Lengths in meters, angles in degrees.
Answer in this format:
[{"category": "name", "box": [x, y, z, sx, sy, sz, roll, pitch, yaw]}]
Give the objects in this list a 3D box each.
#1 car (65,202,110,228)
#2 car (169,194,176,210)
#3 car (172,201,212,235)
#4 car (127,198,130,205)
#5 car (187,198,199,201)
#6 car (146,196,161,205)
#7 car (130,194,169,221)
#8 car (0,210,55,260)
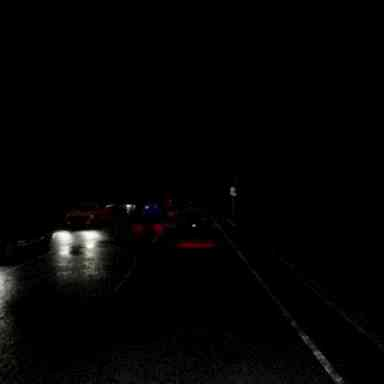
[{"category": "car", "box": [-7.003, 1.492, 22.758, 1.882, 1.535, 5.008, 0, 0, 0]}, {"category": "car", "box": [-3.405, 1.252, 43.574, 2.150, 2.045, 5.566, 0, 0, 0]}, {"category": "car", "box": [0.097, 1.489, 18.789, 1.882, 1.535, 5.008, 0, 0, 0]}, {"category": "car", "box": [-10.534, 1.538, 60.715, 1.837, 1.490, 4.892, 0, 0, 1]}, {"category": "car", "box": [0.094, 1.516, 40.972, 2.128, 1.511, 4.902, 0, 0, 0]}, {"category": "car", "box": [-7.038, 1.528, 60.857, 2.128, 1.511, 4.902, 0, 0, 1]}, {"category": "car", "box": [-3.405, 1.240, 27.784, 2.150, 2.045, 5.566, 0, 0, 0]}, {"category": "car", "box": [-7.002, 1.485, 12.733, 1.882, 1.535, 5.008, 0, 0, 0]}]
